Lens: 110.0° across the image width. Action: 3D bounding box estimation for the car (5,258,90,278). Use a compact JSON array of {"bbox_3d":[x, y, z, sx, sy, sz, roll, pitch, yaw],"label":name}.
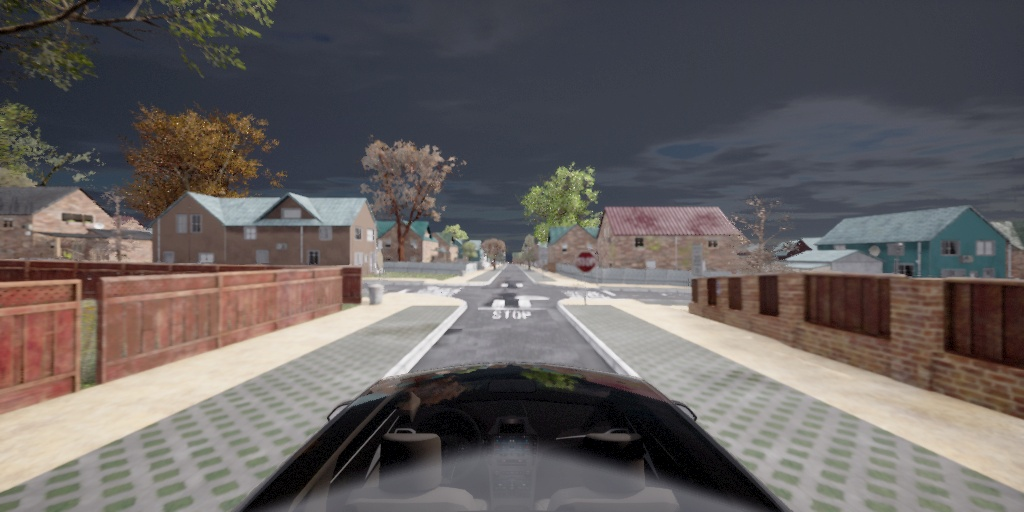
[{"bbox_3d":[-27.040,0.819,20.779,5.357,1.411,2.033,2,0,0],"label":"car"}]
